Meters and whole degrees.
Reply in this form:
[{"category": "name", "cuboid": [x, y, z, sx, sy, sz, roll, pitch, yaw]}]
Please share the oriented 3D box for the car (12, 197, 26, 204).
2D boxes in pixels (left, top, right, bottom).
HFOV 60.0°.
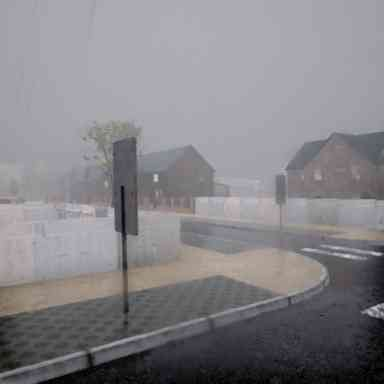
[{"category": "car", "cuboid": [-42.659, 2.025, 82.685, 1.882, 1.535, 5.008, -2, 0, -34]}]
